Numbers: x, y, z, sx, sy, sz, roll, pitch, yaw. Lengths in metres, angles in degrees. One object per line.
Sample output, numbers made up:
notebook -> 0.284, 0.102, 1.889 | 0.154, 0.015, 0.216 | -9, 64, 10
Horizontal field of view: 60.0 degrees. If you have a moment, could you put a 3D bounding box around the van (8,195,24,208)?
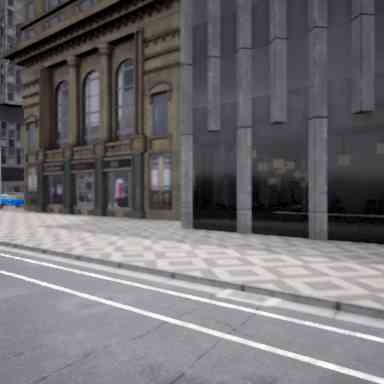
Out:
van -> -22.806, 1.274, 46.191 | 1.690, 1.788, 3.998 | 0, 0, 36

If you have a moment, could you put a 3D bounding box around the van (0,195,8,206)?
van -> -29.726, 1.283, 51.171 | 1.690, 1.788, 3.998 | 0, 0, 36
